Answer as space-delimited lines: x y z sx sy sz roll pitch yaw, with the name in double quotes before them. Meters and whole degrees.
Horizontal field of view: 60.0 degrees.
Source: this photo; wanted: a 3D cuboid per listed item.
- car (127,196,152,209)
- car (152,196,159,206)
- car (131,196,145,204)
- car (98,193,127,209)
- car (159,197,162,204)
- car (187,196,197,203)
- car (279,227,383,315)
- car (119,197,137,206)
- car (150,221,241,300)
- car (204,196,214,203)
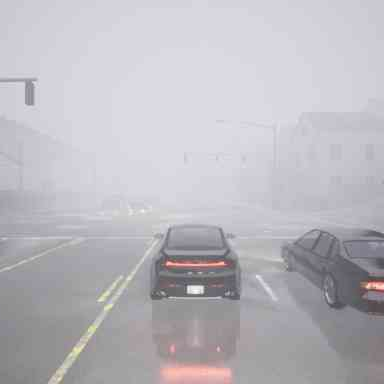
"car" -7.094 1.477 45.164 1.882 1.535 5.008 0 0 0
"car" -7.085 1.505 54.619 1.837 1.490 4.892 0 0 0
"car" -10.527 1.505 65.388 1.837 1.490 4.892 0 0 0
"car" -10.596 1.221 44.950 2.150 2.045 5.566 0 0 0
"car" -7.032 1.547 65.030 2.033 1.411 5.357 0 0 1
"car" 0.007 1.547 69.151 2.033 1.411 5.357 0 0 0
"car" 3.576 1.547 7.808 2.033 1.411 5.357 0 0 0
"car" -10.582 1.547 55.196 2.033 1.411 5.357 0 0 0
"car" 0.076 1.505 8.384 1.837 1.490 4.892 0 0 0
"car" 3.505 1.545 69.150 2.033 1.411 5.357 0 0 0
